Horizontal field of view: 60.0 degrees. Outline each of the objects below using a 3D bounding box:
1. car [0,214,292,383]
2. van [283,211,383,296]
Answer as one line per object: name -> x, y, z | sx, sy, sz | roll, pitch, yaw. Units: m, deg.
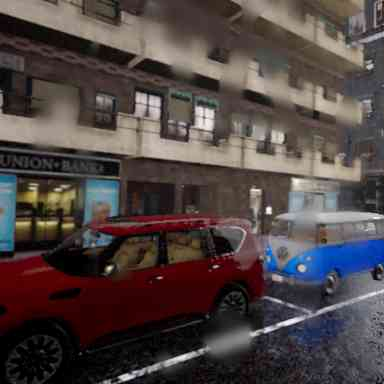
car -> -0.963, 1.340, 5.377 | 5.009, 1.841, 2.192 | 1, 1, -36
van -> 3.643, 1.430, 8.672 | 3.998, 1.788, 1.690 | 1, 1, -36
